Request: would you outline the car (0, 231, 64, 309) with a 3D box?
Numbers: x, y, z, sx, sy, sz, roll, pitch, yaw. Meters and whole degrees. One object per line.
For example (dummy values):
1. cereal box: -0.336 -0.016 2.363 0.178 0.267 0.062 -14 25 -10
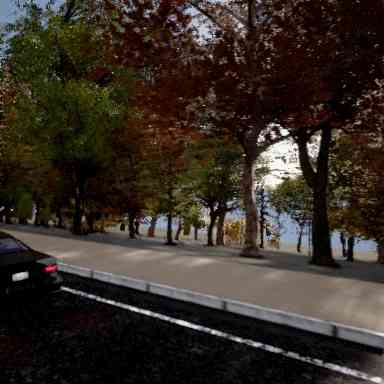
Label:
1. car: -5.050 1.517 7.288 5.357 1.411 2.033 0 0 36
